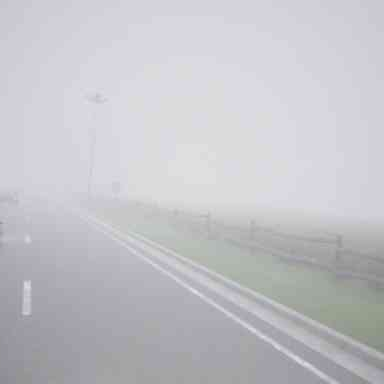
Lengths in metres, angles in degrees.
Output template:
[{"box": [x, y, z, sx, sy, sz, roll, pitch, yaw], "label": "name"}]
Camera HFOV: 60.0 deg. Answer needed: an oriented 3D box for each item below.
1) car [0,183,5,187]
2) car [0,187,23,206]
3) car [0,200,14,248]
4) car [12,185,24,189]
[{"box": [-37.999, -1.007, 65.418, 1.812, 1.442, 4.674, 5, 0, -27], "label": "car"}, {"box": [-16.467, 0.513, 29.818, 1.895, 1.301, 4.718, 5, 0, -26], "label": "car"}, {"box": [-6.261, 1.116, 9.082, 2.033, 1.411, 5.357, 5, 0, -26], "label": "car"}, {"box": [-29.534, -0.453, 56.166, 1.882, 1.535, 5.008, 5, 0, -26], "label": "car"}]
